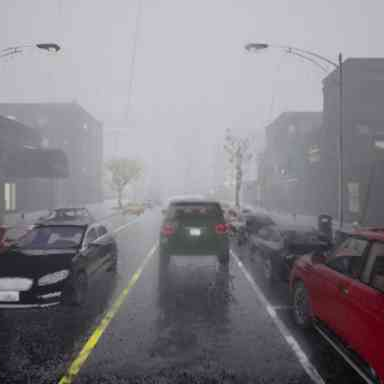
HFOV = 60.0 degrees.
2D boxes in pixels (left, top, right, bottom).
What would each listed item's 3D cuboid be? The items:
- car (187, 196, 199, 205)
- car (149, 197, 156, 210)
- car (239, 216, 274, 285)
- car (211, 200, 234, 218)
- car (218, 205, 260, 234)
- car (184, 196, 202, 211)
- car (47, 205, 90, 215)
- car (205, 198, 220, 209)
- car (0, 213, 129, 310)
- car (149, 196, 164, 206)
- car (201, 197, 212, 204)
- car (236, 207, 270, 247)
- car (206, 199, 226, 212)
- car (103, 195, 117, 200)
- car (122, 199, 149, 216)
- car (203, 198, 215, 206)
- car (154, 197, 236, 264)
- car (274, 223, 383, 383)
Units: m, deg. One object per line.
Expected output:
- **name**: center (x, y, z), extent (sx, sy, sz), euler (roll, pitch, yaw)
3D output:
- **car**: center (0.112, 1.567, 60.496), extent (2.128, 1.511, 4.902), euler (0, 0, 0)
- **car**: center (-5.797, 1.602, 44.173), extent (2.008, 1.369, 4.403), euler (1, 0, 0)
- **car**: center (2.700, 1.576, 9.327), extent (1.947, 1.339, 4.313), euler (1, 0, 0)
- **car**: center (2.765, 1.560, 31.323), extent (1.752, 1.417, 4.829), euler (0, 0, 0)
- **car**: center (2.709, 1.567, 20.087), extent (1.887, 1.381, 4.507), euler (1, 0, 0)
- **car**: center (0.109, 1.403, 42.545), extent (2.097, 1.767, 4.553), euler (0, 0, 0)
- **car**: center (-5.678, 1.456, 14.863), extent (1.967, 1.590, 4.097), euler (1, 0, 0)
- **car**: center (2.837, 1.622, 47.089), extent (1.947, 1.339, 4.313), euler (0, 0, 0)
- **car**: center (-3.098, 1.500, 8.066), extent (2.128, 1.511, 4.902), euler (0, 0, 0)
- **car**: center (-5.801, 1.507, 54.992), extent (1.967, 1.590, 4.097), euler (0, 0, 0)
- **car**: center (2.840, 1.628, 65.092), extent (1.887, 1.381, 4.507), euler (0, 0, 0)
- **car**: center (2.701, 1.582, 14.860), extent (1.947, 1.339, 4.313), euler (1, 0, 0)
- **car**: center (2.806, 1.596, 39.544), extent (2.008, 1.369, 4.403), euler (0, 0, 0)
- **car**: center (-19.981, 1.266, 78.434), extent (4.507, 1.381, 1.887), euler (1, -2, 0)
- **car**: center (-5.745, 1.562, 32.937), extent (1.752, 1.417, 4.829), euler (1, 0, 0)
- **car**: center (2.838, 1.651, 56.090), extent (1.802, 1.307, 4.206), euler (0, 0, 0)
- **car**: center (0.059, 1.235, 12.039), extent (2.150, 2.045, 5.566), euler (0, 0, -1)
- **car**: center (2.701, 1.319, 3.794), extent (2.192, 1.841, 5.009), euler (1, 0, 0)
